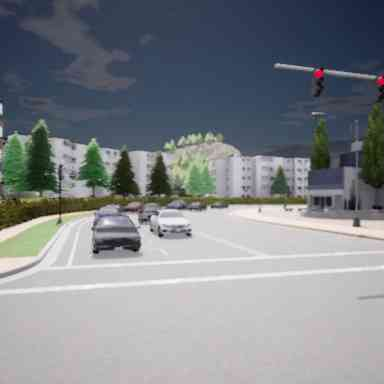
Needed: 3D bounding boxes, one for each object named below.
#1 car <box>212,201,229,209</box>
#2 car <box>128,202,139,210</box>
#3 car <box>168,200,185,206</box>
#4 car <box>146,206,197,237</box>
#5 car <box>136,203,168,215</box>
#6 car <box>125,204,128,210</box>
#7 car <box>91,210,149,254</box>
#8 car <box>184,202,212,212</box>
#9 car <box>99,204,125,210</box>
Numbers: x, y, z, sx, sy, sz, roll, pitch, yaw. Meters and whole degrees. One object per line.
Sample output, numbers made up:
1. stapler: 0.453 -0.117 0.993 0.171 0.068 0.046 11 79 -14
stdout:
1. car: 5.132 2.395 60.583 1.994 1.385 4.181 0 -1 35
2. car: -7.595 2.068 45.151 1.882 1.535 5.008 0 -1 8
3. car: -2.287 2.060 52.986 2.097 1.767 4.553 0 -1 19
4. car: -1.358 1.795 20.052 1.812 1.442 4.674 0 -1 -16
5. car: -3.525 1.941 28.535 1.994 1.385 4.181 0 -1 -12
6. car: -7.901 1.962 33.765 1.812 1.442 4.674 0 -1 -5
7. car: -3.464 1.741 14.871 2.033 1.411 5.357 0 -1 -17
8. car: 0.985 2.239 51.004 2.033 1.411 5.357 0 -1 18
9. car: -6.024 1.835 23.965 1.812 1.442 4.674 0 -1 -14
